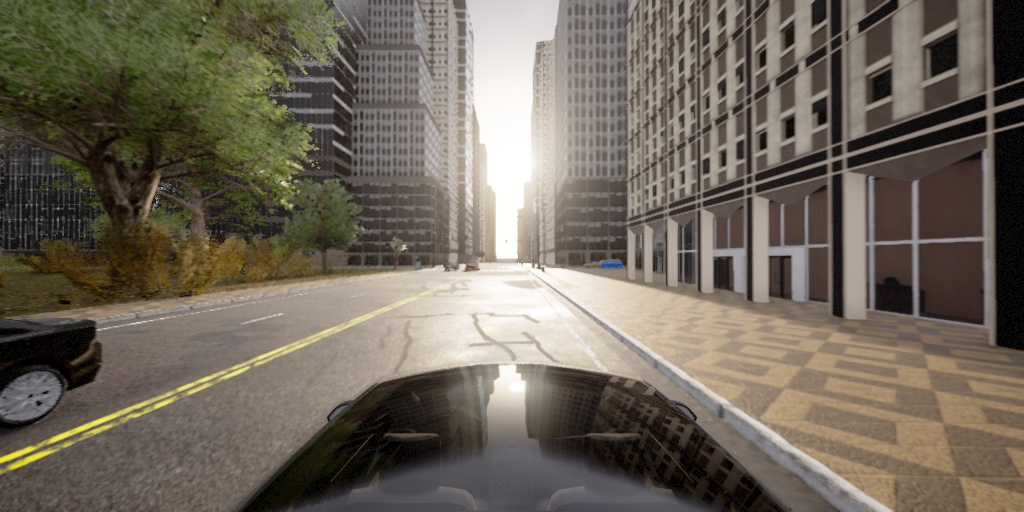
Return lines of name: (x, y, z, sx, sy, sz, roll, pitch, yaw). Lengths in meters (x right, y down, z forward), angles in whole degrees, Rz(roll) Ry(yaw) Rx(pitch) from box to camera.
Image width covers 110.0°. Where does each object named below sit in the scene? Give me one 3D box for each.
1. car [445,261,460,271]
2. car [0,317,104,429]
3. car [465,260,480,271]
car: (-9.752, 1.631, 58.698, 2.128, 1.511, 4.902, 0, -1, 0)
car: (-6.599, 1.231, 2.797, 1.882, 1.535, 5.008, 0, 0, 0)
car: (-6.502, 1.489, 58.809, 2.097, 1.767, 4.553, 0, 0, 0)
